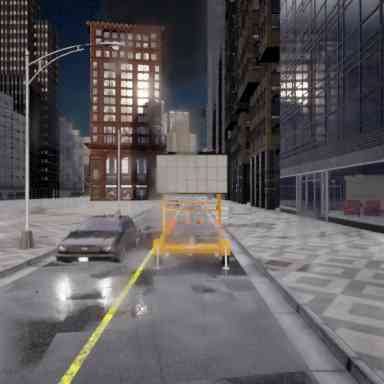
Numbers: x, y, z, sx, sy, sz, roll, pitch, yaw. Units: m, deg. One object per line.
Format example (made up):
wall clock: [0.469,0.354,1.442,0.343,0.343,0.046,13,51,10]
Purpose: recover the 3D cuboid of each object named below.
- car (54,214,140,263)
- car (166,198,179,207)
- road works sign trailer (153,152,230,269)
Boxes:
car: [-3.106,1.549,12.189,2.033,1.411,5.357,0,0,0]
car: [-3.018,1.594,51.834,1.812,1.442,4.674,0,0,0]
road works sign trailer: [-0.003,0.466,11.090,2.380,3.560,2.880,0,0,0]
